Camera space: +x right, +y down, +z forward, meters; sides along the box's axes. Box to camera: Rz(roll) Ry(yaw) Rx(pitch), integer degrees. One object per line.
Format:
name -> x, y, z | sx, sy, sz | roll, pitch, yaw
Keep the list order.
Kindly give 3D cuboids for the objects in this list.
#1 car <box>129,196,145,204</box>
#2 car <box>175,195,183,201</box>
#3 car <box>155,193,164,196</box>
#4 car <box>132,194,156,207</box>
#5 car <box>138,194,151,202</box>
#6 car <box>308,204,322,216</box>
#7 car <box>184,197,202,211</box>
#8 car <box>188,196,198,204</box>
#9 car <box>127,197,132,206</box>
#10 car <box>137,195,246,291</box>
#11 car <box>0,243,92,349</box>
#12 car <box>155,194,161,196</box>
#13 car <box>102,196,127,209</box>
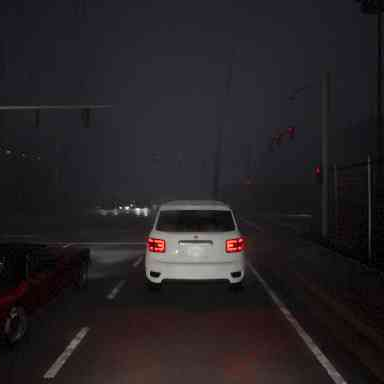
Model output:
car -> -10.449, 1.491, 63.171 | 2.128, 1.511, 4.902 | 0, 0, 1
car -> -3.361, 1.540, 86.071 | 2.033, 1.411, 5.357 | 0, 0, 0
car -> -6.889, 1.221, 68.988 | 2.150, 2.045, 5.566 | 0, 0, 0
car -> -7.008, 1.491, 49.016 | 2.128, 1.511, 4.902 | 0, 0, 0
car -> -10.382, 1.354, 73.220 | 2.097, 1.767, 4.553 | 0, 0, 0
car -> 13.651, 1.619, 32.718 | 4.181, 1.385, 1.994 | 0, 0, 0
car -> 0.061, 1.490, 42.330 | 2.128, 1.511, 4.902 | 0, 0, -2
car -> 0.203, 1.525, 65.646 | 1.812, 1.442, 4.674 | 0, 0, 0
car -> -10.504, 1.491, 53.780 | 2.128, 1.511, 4.902 | 0, 0, 0
car -> 0.087, 1.221, 9.132 | 2.150, 2.045, 5.566 | 0, 0, 0
car -> -3.433, 1.601, 6.207 | 1.895, 1.301, 4.718 | 0, 0, 1
car -> -6.981, 1.525, 58.275 | 1.812, 1.442, 4.674 | 0, 0, 0
car -> -10.522, 1.352, 44.627 | 2.097, 1.767, 4.553 | 0, 0, 0
